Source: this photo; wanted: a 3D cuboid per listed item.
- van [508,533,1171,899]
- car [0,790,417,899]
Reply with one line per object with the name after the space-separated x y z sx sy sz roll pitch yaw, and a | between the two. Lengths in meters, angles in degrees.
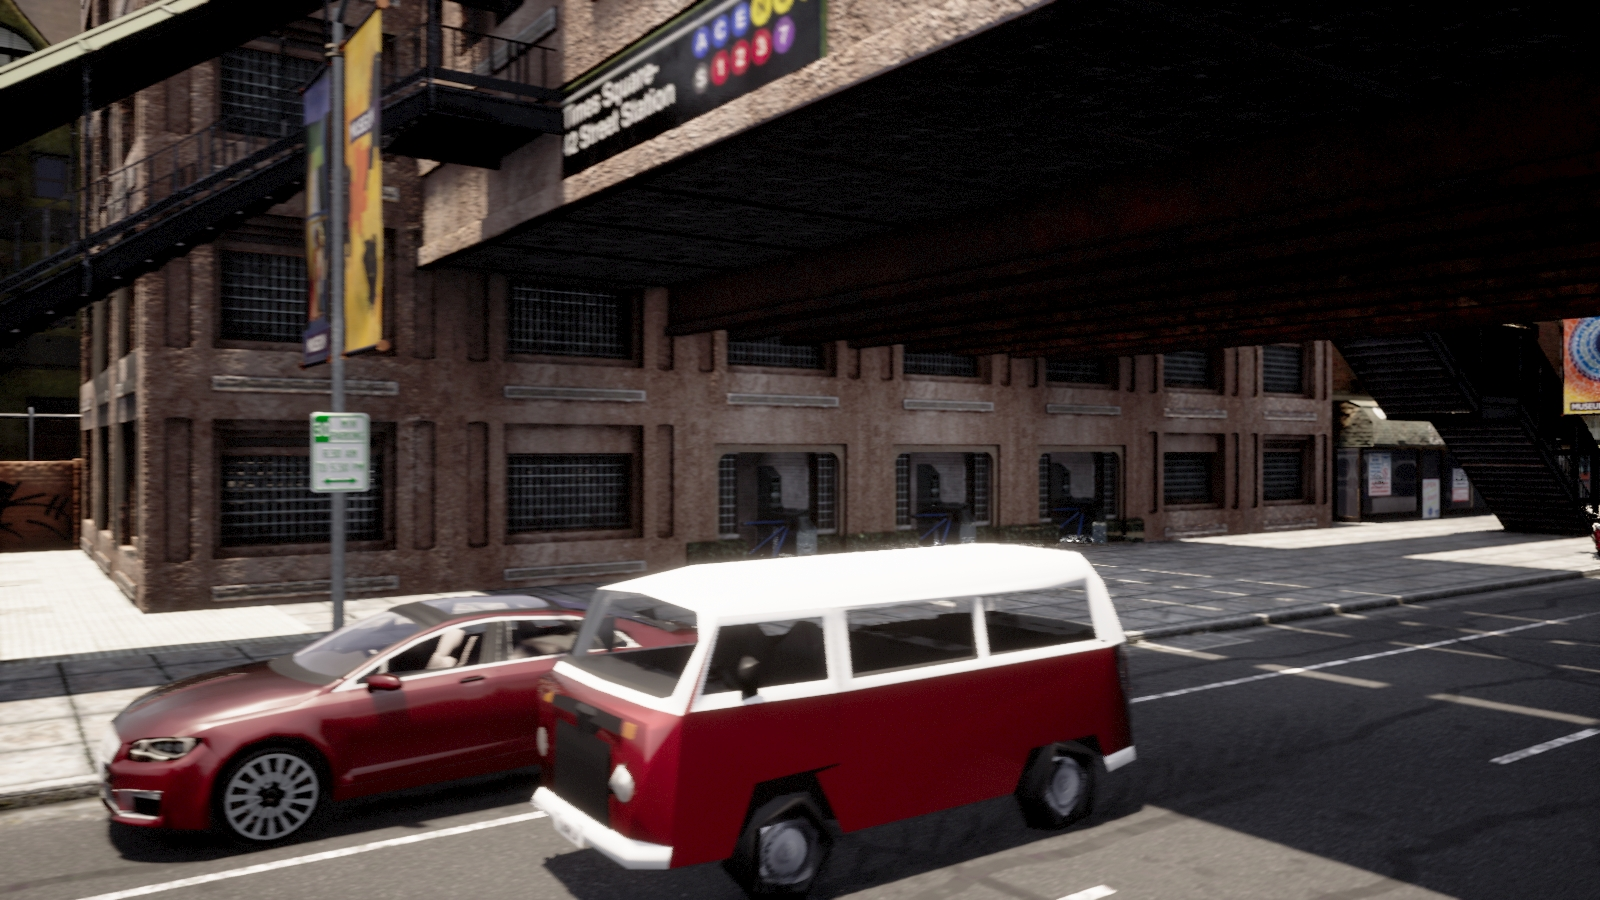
0.411 1.782 8.325 4.480 2.038 2.069 0 0 -35 | van
-3.109 1.992 1.602 5.027 1.651 2.152 0 0 -35 | car
